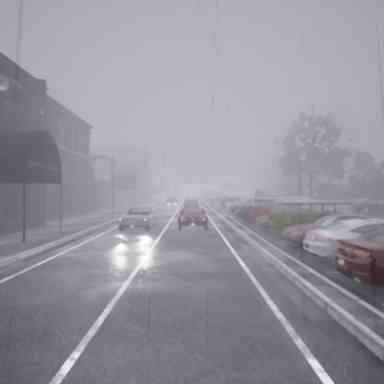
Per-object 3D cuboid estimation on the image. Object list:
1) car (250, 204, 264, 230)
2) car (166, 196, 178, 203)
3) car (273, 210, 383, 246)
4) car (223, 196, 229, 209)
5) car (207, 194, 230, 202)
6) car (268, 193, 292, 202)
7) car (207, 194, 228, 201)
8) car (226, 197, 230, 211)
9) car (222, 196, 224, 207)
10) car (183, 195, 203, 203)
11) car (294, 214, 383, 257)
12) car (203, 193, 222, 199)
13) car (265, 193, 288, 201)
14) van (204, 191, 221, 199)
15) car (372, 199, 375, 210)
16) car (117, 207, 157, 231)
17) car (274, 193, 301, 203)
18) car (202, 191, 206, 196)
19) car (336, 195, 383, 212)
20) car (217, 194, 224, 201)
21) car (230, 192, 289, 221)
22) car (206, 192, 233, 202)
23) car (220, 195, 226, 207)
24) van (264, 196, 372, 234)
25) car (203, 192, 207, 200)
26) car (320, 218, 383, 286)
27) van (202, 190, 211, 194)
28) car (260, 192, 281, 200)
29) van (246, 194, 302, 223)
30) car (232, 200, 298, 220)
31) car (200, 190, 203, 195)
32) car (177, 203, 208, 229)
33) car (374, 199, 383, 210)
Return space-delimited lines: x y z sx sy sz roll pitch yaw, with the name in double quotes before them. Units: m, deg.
"car" 6.032 1.594 19.356 4.674 1.452 2.002 0 1 0
"car" -3.652 1.349 61.683 1.994 1.385 4.181 0 1 0
"car" 6.049 1.617 13.692 4.674 1.452 2.002 0 0 0
"car" 6.173 1.422 33.484 5.366 1.575 1.946 0 1 0
"car" 5.639 1.257 70.720 4.792 1.488 2.163 0 1 0
"car" 18.720 1.101 70.916 4.553 1.767 2.185 0 1 0
"car" 5.597 1.237 73.503 4.674 1.452 2.002 0 1 0
"car" 5.991 1.451 30.657 5.008 1.535 2.097 0 1 0
"car" 5.982 1.440 36.310 4.674 1.452 2.002 0 1 0
"car" -0.087 1.445 41.477 2.128 1.511 4.902 0 0 0
"car" 6.052 1.598 10.857 4.674 1.452 2.002 0 0 0
"car" 5.494 1.014 90.201 4.892 1.521 2.231 0 1 0
"car" 18.705 1.070 73.701 4.553 1.767 2.185 0 1 0
"van" 5.399 0.819 87.414 4.442 1.987 1.878 0 1 0
"car" 18.561 1.423 33.683 5.008 1.535 2.097 0 1 0
"car" -3.401 1.656 21.177 1.895 1.301 4.718 0 0 0
"car" 18.690 1.163 65.220 4.553 1.767 2.185 0 1 0
"car" 5.557 1.137 79.069 4.892 1.521 2.231 0 1 0
"car" 18.527 1.273 36.381 4.553 1.767 2.185 0 1 0
"car" 5.992 1.378 41.962 4.792 1.488 2.163 0 1 0
"car" 5.985 1.251 25.004 5.566 2.045 2.435 0 1 0
"car" 5.656 1.328 65.295 4.674 1.452 2.002 1 1 0
"car" 5.973 1.414 39.135 4.674 1.452 2.002 0 1 0
"van" 6.154 1.349 16.649 4.442 1.987 1.878 0 0 0
"car" 5.440 1.255 67.935 5.366 1.575 1.946 0 1 0
"car" 6.058 1.533 8.032 5.008 1.535 2.097 0 0 0
"van" 5.430 0.878 81.973 4.442 1.987 1.878 0 1 0
"car" 18.611 1.010 79.145 4.553 1.767 2.185 0 1 0
"van" 6.138 1.302 22.180 4.442 1.987 1.878 0 1 0
"car" 6.010 1.477 27.833 5.008 1.535 2.097 0 1 0
"car" 5.503 0.824 84.631 5.566 2.045 2.435 0 1 0
"car" 0.044 1.653 22.185 1.895 1.301 4.718 0 0 0
"car" 18.588 1.477 27.911 4.892 1.521 2.231 0 1 0
